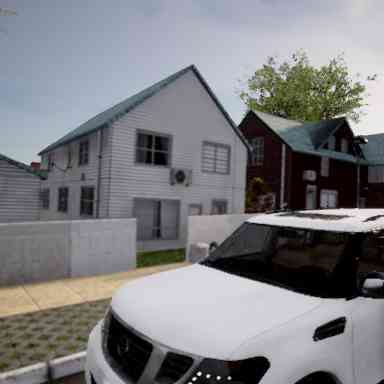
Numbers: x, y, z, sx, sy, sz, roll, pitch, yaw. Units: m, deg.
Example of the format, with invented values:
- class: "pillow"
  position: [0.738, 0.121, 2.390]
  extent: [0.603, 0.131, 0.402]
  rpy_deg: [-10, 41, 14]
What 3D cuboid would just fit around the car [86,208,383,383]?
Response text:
- class: "car"
  position: [1.613, 1.264, 4.222]
  extent: [5.566, 2.045, 2.150]
  rpy_deg: [1, 0, -36]
